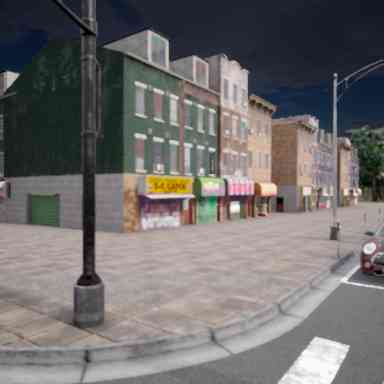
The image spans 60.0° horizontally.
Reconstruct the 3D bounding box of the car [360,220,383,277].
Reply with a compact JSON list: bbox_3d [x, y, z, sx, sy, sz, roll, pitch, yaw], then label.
[{"bbox_3d":[6.200,1.494,9.676,1.967,1.590,4.097,0,-1,36],"label":"car"}]
